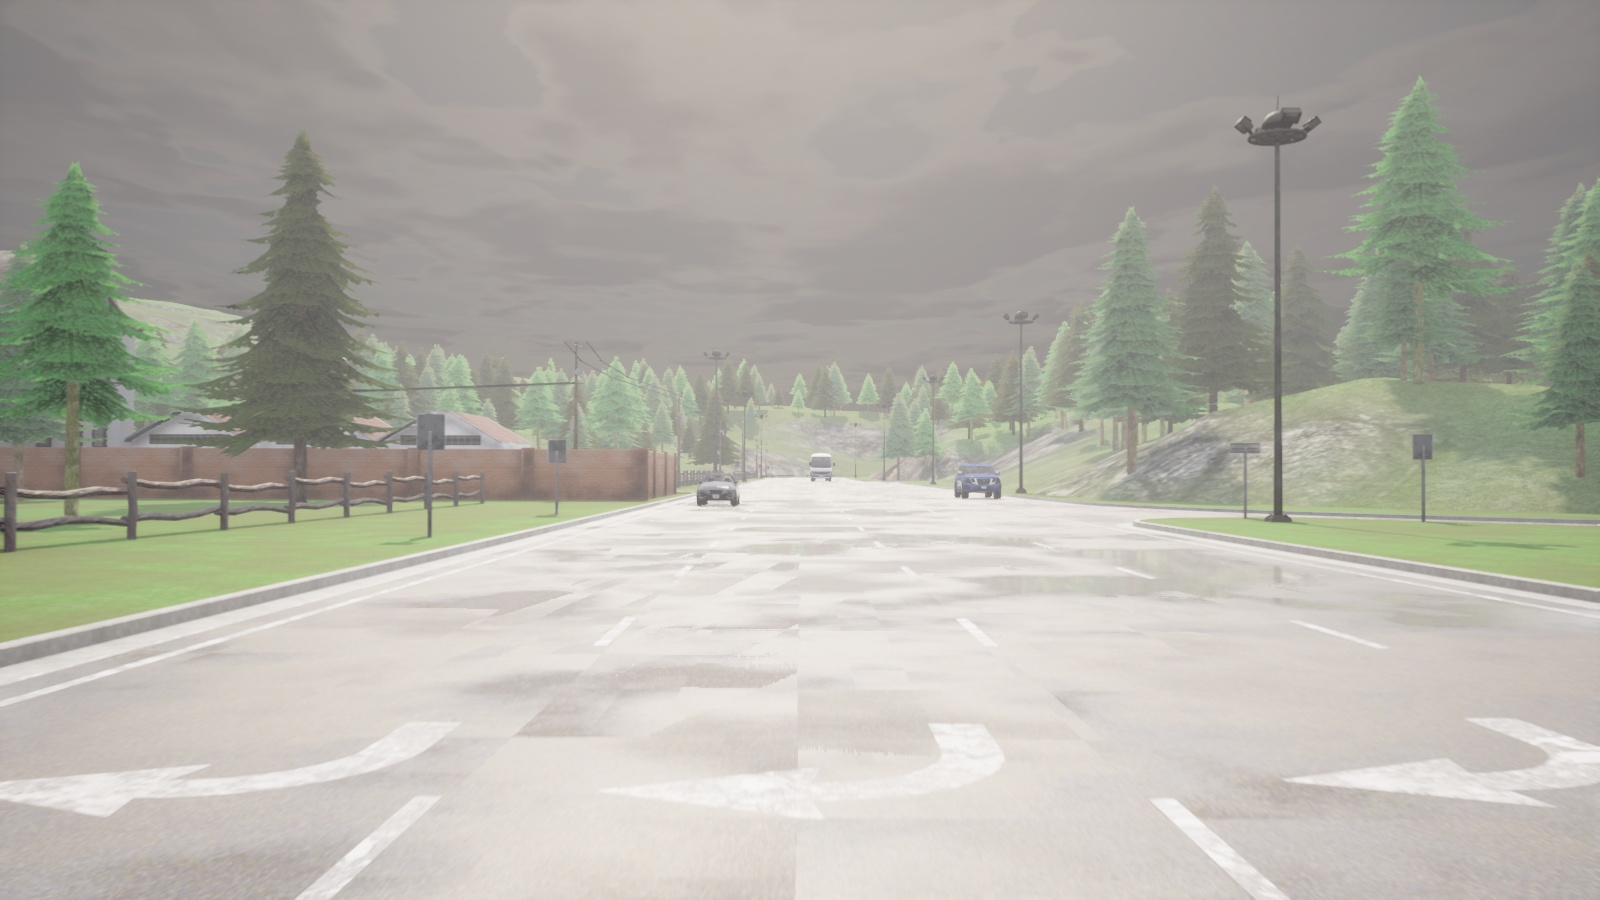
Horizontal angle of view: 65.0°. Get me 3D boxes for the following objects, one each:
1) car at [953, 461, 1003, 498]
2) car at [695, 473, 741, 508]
[{"bbox_3d":[10.338,1.719,73.291,2.150,2.045,5.566,0,-1,0],"label":"car"},{"bbox_3d":[-3.623,1.782,56.100,1.816,1.474,4.193,0,-1,0],"label":"car"}]
